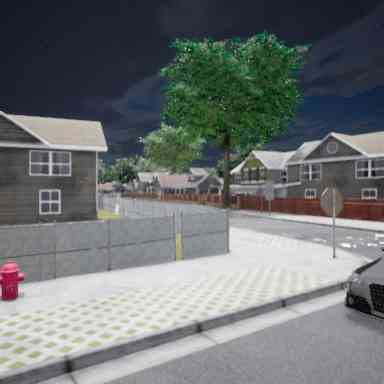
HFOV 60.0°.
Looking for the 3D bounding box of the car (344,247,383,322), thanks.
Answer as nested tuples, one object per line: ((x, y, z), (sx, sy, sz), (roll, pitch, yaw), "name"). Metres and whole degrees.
((4.745, 1.534, 6.217), (4.181, 1.385, 1.994), (0, 0, -35), "car")

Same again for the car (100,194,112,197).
((-23.142, 1.295, 91.585), (2.128, 1.511, 4.902), (0, 0, -23), "car")

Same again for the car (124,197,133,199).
((-10.136, 1.503, 53.718), (1.895, 1.301, 4.718), (0, 0, -23), "car")
